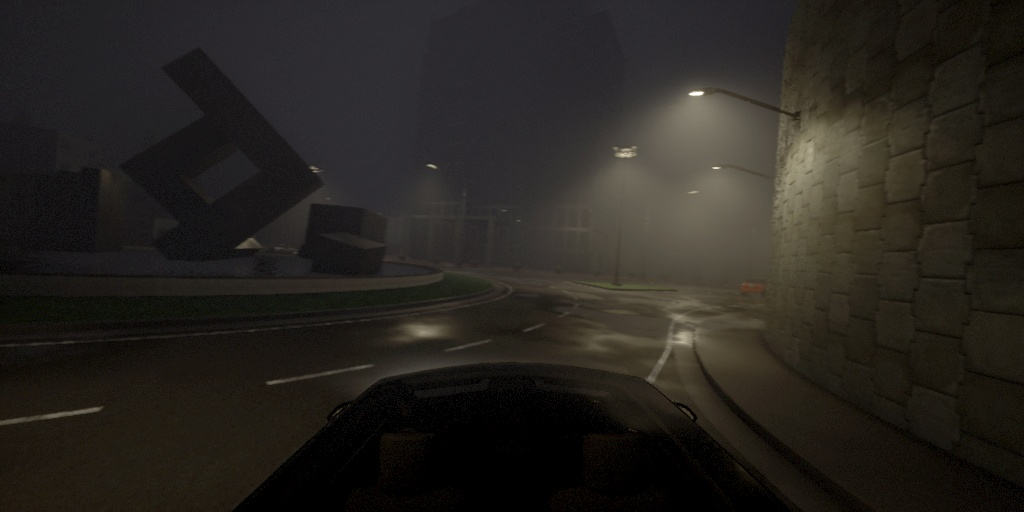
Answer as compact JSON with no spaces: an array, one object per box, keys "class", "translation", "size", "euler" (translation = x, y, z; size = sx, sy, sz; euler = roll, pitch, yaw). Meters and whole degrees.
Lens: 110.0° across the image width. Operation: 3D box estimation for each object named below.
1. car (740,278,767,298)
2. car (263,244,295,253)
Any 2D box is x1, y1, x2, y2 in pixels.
[{"class":"car","translation":[22.848,2.790,32.169],"size":[4.553,1.767,2.097],"euler":[4,0,-23]},{"class":"car","translation":[-31.449,-0.916,48.476],"size":[1.895,1.301,4.718],"euler":[4,0,-5]}]
